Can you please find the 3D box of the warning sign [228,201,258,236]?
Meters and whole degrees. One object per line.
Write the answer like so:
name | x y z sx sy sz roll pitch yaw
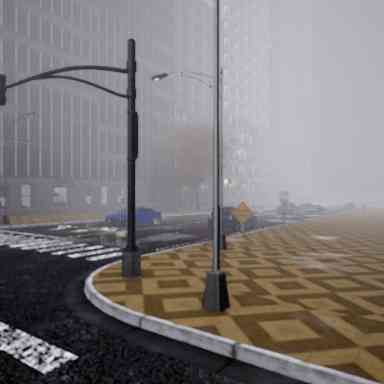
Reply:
warning sign | 2.862 1.450 18.724 1.300 1.860 1.060 1 1 33

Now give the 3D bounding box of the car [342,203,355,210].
car | 31.135 2.830 65.945 1.812 1.442 4.674 0 -1 33

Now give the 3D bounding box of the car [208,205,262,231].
car | 3.005 1.763 24.020 2.097 1.767 4.553 0 -1 32

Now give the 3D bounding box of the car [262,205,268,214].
car | 8.595 2.372 45.120 1.895 1.301 4.718 0 -1 33

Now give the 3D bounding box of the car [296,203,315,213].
car | 18.843 2.525 54.925 1.837 1.490 4.892 0 -1 33

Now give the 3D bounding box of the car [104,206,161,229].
car | -4.337 1.822 25.034 1.882 1.535 5.008 0 -1 33

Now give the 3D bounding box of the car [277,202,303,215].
car | 13.519 2.198 46.545 2.097 1.767 4.553 0 -1 33

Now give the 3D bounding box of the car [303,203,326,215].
car | 17.135 2.427 46.141 2.033 1.411 5.357 0 -1 33
